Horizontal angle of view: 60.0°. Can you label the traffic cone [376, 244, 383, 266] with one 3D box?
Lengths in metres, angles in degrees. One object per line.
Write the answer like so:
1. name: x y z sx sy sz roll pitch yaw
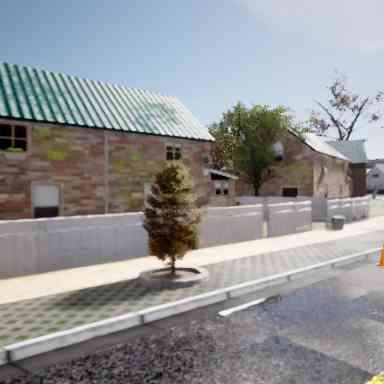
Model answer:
1. traffic cone: 5.516 1.795 9.530 0.340 0.580 0.340 -1 1 -37
